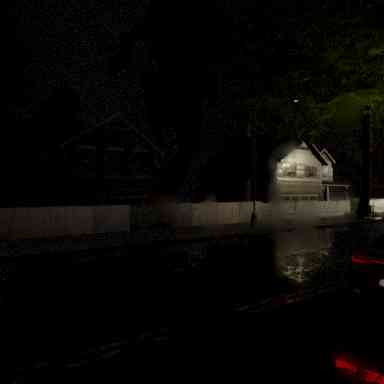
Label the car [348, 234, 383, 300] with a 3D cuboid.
[{"bbox_3d":[5.474,1.477,7.348,5.008,1.535,1.882,0,0,-36],"label":"car"}]
